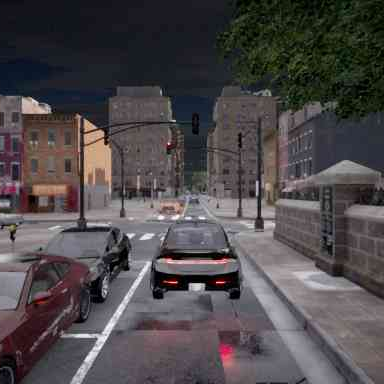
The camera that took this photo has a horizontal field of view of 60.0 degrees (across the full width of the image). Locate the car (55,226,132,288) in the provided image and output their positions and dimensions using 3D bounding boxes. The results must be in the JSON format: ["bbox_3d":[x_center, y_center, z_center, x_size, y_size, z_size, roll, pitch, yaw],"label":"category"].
[{"bbox_3d":[-2.627,1.566,8.228,1.947,1.339,4.313,0,0,0],"label":"car"}]

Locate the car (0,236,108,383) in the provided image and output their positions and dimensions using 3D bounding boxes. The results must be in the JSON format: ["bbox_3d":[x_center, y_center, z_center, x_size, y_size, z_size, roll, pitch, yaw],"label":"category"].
[{"bbox_3d":[-2.631,1.582,4.565,1.802,1.307,4.206,0,0,0],"label":"car"}]

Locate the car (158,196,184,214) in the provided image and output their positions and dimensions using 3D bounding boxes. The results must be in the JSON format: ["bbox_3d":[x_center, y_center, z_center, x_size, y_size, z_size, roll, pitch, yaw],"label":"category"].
[{"bbox_3d":[-2.276,1.348,34.805,2.097,1.767,4.553,0,0,1],"label":"car"}]

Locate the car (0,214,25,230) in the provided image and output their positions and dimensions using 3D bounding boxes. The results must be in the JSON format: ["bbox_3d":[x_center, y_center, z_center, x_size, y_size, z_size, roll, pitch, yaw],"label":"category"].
[{"bbox_3d":[-13.309,1.730,21.142,4.718,1.301,1.895,-1,0,0],"label":"car"}]

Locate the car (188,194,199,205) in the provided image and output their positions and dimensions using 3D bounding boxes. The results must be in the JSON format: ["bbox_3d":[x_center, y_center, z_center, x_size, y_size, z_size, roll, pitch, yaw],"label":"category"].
[{"bbox_3d":[0.360,1.514,60.437,1.812,1.442,4.674,0,0,0],"label":"car"}]

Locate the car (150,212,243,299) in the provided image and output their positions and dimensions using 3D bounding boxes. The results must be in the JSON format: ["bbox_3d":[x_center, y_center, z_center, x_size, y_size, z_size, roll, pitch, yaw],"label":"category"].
[{"bbox_3d":[0.095,1.491,8.406,2.128,1.511,4.902,0,0,0],"label":"car"}]

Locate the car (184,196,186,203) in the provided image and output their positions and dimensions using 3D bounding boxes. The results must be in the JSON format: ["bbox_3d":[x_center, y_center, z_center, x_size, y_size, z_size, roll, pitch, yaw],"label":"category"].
[{"bbox_3d":[-2.238,1.554,47.739,1.994,1.385,4.181,0,0,0],"label":"car"}]

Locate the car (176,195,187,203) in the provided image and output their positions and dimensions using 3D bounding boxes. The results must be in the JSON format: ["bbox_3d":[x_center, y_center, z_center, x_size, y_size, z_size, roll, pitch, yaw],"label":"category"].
[{"bbox_3d":[-2.155,1.478,67.824,2.128,1.511,4.902,0,0,0],"label":"car"}]
